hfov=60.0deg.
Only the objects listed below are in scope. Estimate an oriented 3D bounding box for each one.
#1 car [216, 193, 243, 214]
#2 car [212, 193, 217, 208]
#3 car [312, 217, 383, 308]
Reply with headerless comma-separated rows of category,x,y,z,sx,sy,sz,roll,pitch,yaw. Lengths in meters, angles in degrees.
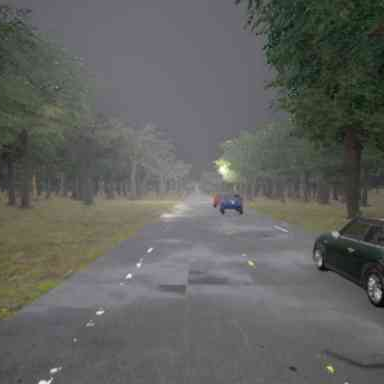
car,4.033,1.195,35.031,2.150,2.045,5.566,1,-1,1
car,4.145,1.165,47.314,2.150,2.045,5.566,1,0,1
car,4.644,1.392,8.165,2.097,1.767,4.553,1,0,1
